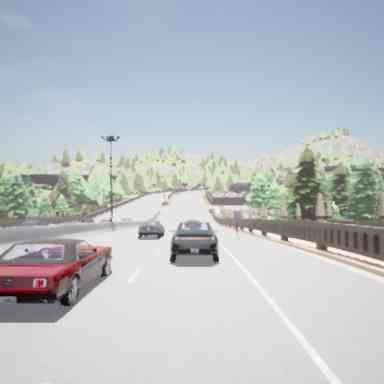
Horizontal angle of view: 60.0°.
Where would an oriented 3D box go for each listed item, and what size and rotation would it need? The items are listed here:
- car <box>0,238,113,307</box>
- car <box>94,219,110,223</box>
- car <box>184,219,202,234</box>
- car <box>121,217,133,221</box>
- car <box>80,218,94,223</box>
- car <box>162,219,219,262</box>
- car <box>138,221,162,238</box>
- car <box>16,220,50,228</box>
[{"bbox_3d":[-3.400,1.819,8.409,1.895,1.301,4.718,0,-2,0],"label":"car"},{"bbox_3d":[-17.504,6.095,67.298,2.033,1.411,5.357,0,-4,0],"label":"car"},{"bbox_3d":[0.098,3.635,35.652,1.882,1.535,5.008,0,-4,0],"label":"car"},{"bbox_3d":[-14.004,6.232,71.709,2.128,1.511,4.902,0,-4,0],"label":"car"},{"bbox_3d":[-21.004,6.033,67.302,1.882,1.535,5.008,0,-4,0],"label":"car"},{"bbox_3d":[0.099,2.033,14.276,2.128,1.511,4.902,0,-4,0],"label":"car"},{"bbox_3d":[-3.402,3.158,28.456,2.033,1.411,5.357,0,-4,0],"label":"car"},{"bbox_3d":[-14.093,3.207,29.398,1.812,1.442,4.674,0,-4,0],"label":"car"}]
